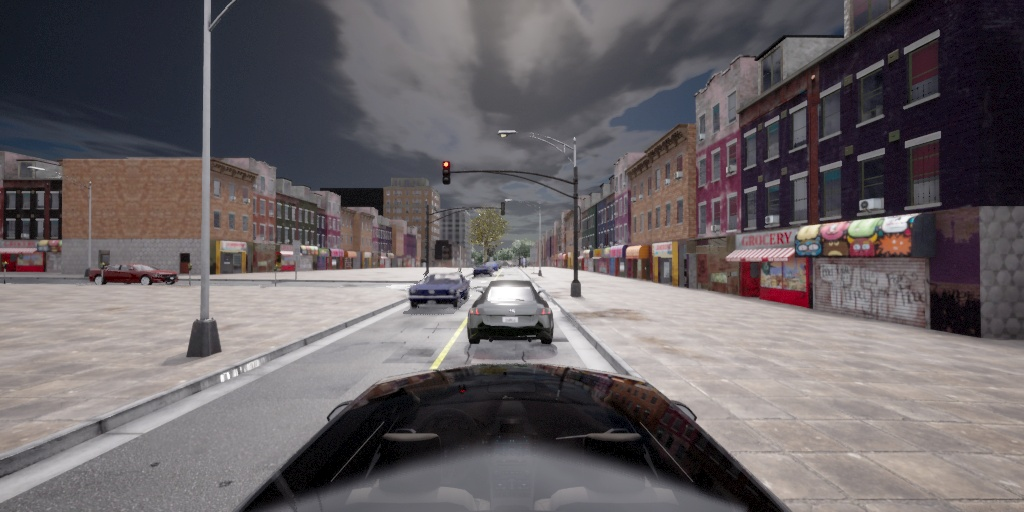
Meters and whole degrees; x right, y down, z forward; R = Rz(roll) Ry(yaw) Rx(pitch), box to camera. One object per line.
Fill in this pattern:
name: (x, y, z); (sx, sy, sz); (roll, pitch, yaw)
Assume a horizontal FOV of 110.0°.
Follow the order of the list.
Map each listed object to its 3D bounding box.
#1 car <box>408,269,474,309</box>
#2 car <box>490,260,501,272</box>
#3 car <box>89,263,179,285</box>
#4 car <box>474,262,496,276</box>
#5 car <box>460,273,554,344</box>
car: (-2.917, 1.380, 15.202); (1.895, 1.301, 4.718); (0, 0, 0)
car: (-3.136, 1.576, 54.938); (1.882, 1.535, 5.008); (0, -1, 0)
car: (-23.352, 1.118, 22.232); (4.507, 1.381, 1.888); (0, 0, 0)
car: (-3.051, 1.544, 38.154); (1.895, 1.301, 4.718); (0, -1, 0)
car: (-0.036, 1.325, 9.612); (1.994, 1.385, 4.181); (0, 0, 0)
